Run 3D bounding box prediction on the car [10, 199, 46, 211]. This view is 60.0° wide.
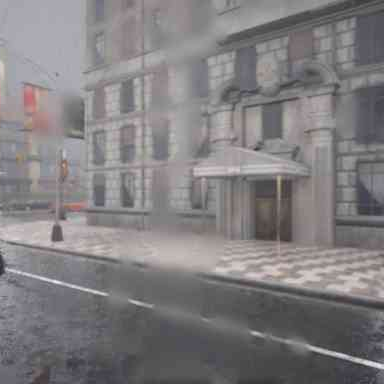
[{"bbox_3d":[-19.725,1.608,42.134,1.882,1.535,5.008,0,0,35],"label":"car"}]

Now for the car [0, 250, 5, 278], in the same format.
[{"bbox_3d":[-6.728,1.597,8.673,4.181,1.385,1.994,0,0,35],"label":"car"}]

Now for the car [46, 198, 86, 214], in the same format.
[{"bbox_3d":[-13.247,1.456,37.109,2.097,1.767,4.553,0,0,35],"label":"car"}]

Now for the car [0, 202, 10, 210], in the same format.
[{"bbox_3d":[-22.691,1.633,43.997,2.128,1.511,4.902,0,0,36],"label":"car"}]
